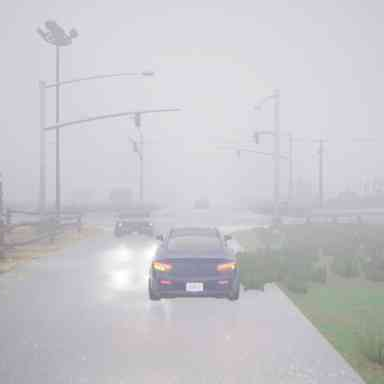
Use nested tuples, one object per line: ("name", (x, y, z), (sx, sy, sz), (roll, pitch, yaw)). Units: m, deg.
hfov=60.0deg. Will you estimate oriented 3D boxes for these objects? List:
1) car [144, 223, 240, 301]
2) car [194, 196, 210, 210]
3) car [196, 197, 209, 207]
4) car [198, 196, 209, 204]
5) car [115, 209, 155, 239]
("car", (0.049, 1.526, 8.230), (1.812, 1.442, 4.674), (0, 0, 0))
("car", (1.272, 1.512, 42.890), (2.033, 1.411, 5.357), (0, 0, 3))
("car", (1.776, 1.512, 53.532), (2.033, 1.411, 5.357), (0, 0, 3))
("car", (2.352, 1.512, 64.794), (2.033, 1.411, 5.357), (0, 0, 3))
("car", (-2.986, 1.601, 17.751), (1.895, 1.301, 4.718), (0, 0, -10))
